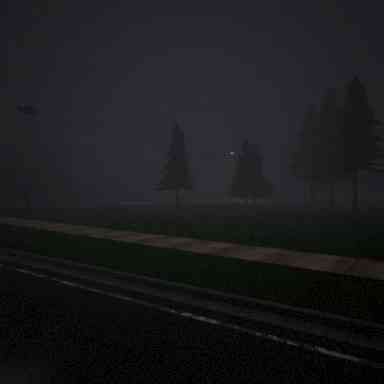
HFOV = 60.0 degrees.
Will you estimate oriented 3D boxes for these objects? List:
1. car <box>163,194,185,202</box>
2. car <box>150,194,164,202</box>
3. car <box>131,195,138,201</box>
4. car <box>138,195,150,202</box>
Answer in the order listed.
[{"bbox_3d":[-3.306,1.388,70.133,1.837,1.490,4.892,0,0,35],"label":"car"},{"bbox_3d":[-6.159,1.243,72.161,2.097,1.767,4.553,0,0,35],"label":"car"},{"bbox_3d":[-11.917,1.412,76.142,1.812,1.442,4.674,0,0,35],"label":"car"},{"bbox_3d":[-9.046,1.413,74.139,2.128,1.511,4.902,0,0,35],"label":"car"}]
